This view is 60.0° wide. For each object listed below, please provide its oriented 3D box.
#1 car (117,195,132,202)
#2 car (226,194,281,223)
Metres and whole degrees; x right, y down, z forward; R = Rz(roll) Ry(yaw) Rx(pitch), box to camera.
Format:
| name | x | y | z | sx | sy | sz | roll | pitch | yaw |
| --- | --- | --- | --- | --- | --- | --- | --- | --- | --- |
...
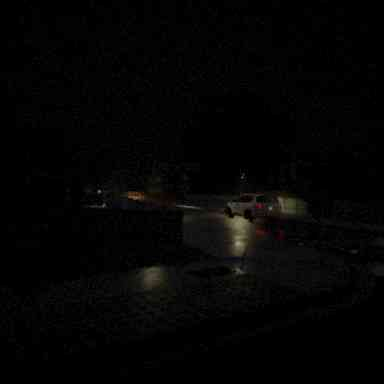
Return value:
| name | x | y | z | sx | sy | sz | roll | pitch | yaw |
| --- | --- | --- | --- | --- | --- | --- | --- | --- | --- |
| car | -10.822 | 1.131 | 52.031 | 1.895 | 1.301 | 4.718 | 1 | 0 | -30 |
| car | 4.448 | 1.142 | 24.844 | 2.150 | 2.045 | 5.566 | 1 | 0 | -18 |
